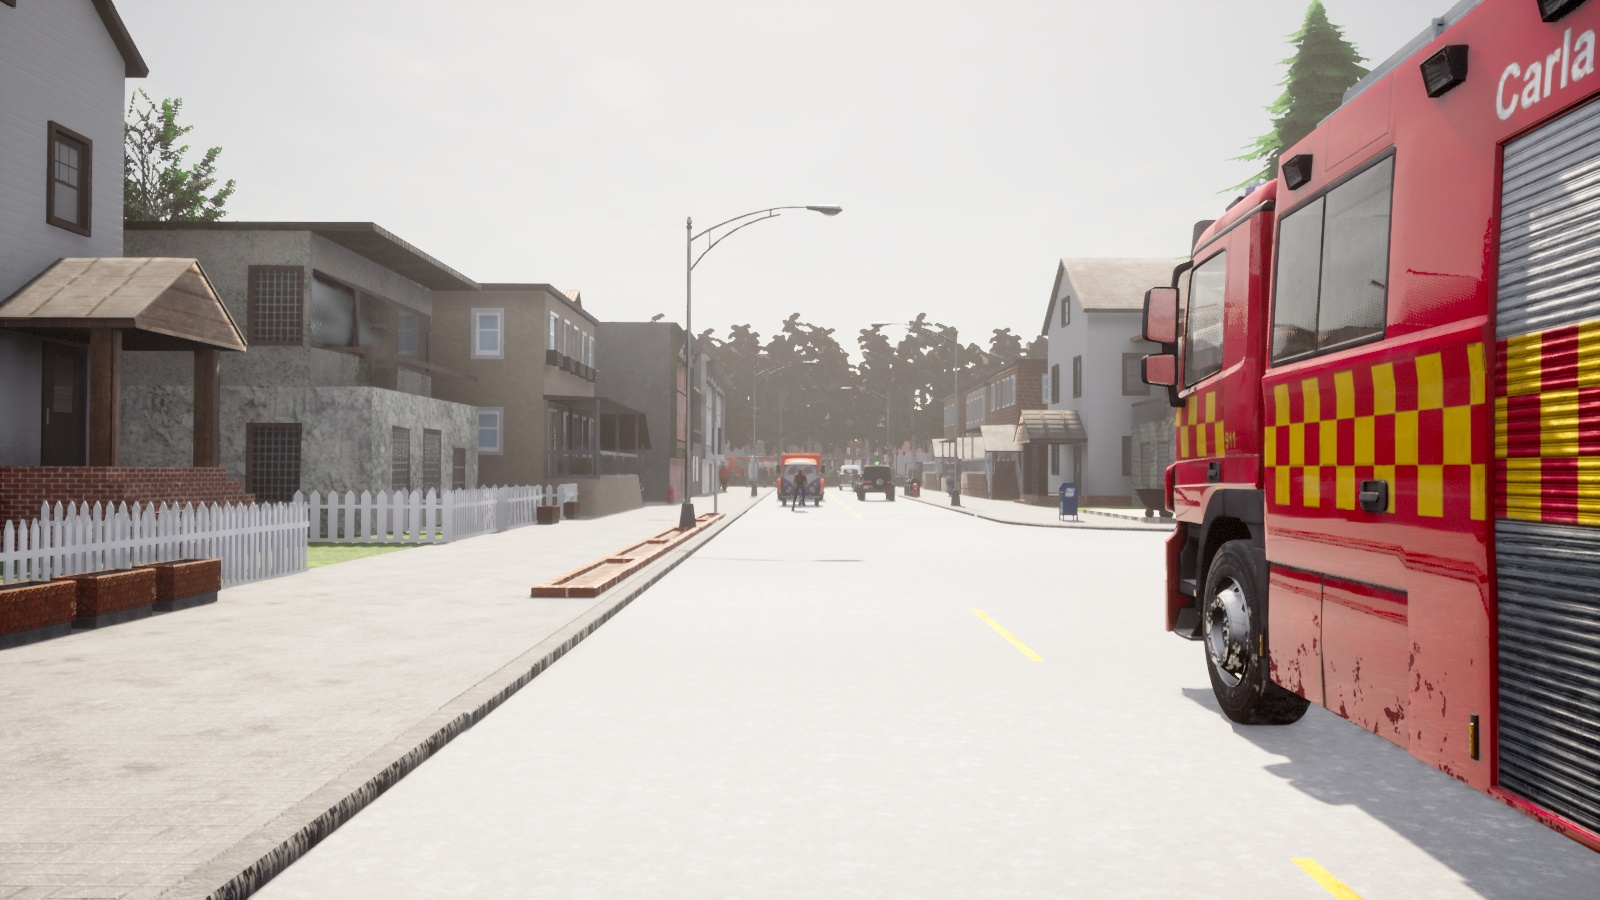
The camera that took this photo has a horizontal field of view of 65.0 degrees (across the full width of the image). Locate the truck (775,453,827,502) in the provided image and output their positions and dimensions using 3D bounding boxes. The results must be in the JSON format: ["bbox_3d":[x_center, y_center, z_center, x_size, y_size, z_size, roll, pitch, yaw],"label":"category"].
[{"bbox_3d":[0.047,1.422,66.639,2.627,2.467,5.204,0,-1,0],"label":"truck"}]

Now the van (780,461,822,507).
[{"bbox_3d":[0.042,1.498,56.474,1.775,1.987,4.442,0,-1,0],"label":"van"}]

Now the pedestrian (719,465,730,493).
[{"bbox_3d":[-4.985,1.910,82.860,0.634,1.844,0.899,0,-1,-8],"label":"pedestrian"}]

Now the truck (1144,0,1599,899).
[{"bbox_3d":[3.929,-0.276,5.489,2.891,3.827,8.468,0,-1,3],"label":"truck"}]

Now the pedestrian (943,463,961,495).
[{"bbox_3d":[8.772,1.687,72.661,0.874,1.855,0.900,-1,-1,17],"label":"pedestrian"}]

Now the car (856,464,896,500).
[{"bbox_3d":[4.049,1.701,67.173,1.905,1.878,3.866,0,-1,0],"label":"car"}]
